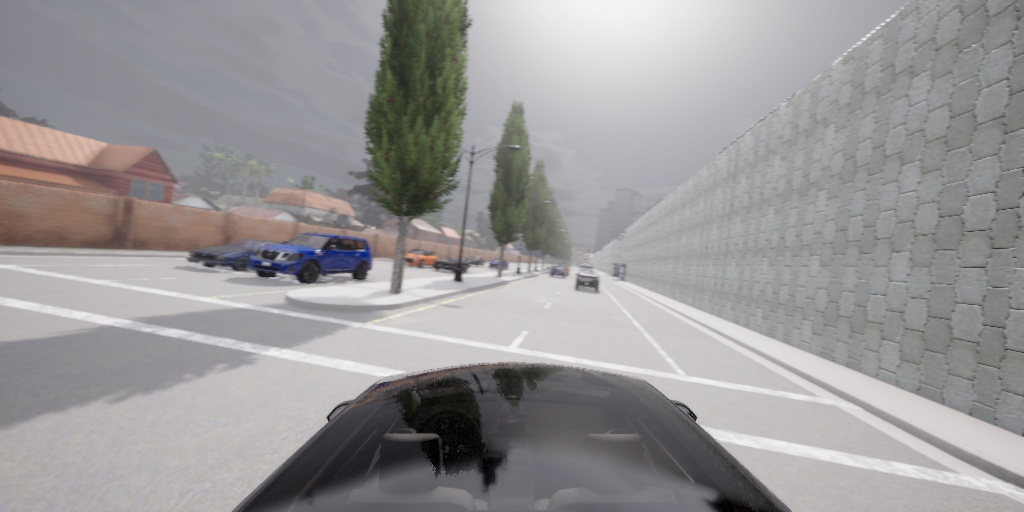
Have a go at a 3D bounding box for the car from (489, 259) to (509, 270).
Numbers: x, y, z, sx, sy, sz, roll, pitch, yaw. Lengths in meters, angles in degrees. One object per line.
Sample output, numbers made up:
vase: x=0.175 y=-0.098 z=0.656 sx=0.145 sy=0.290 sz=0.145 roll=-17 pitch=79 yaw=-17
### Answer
car: x=-1.748 y=1.108 z=48.939 sx=1.882 sy=1.535 sz=5.008 roll=7 pitch=0 yaw=11

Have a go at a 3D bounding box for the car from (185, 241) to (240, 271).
car: x=-11.691 y=-0.064 z=16.735 sx=2.033 sy=1.411 sz=5.357 roll=7 pitch=0 yaw=11

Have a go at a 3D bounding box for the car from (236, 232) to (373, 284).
car: x=-8.319 y=0.003 z=15.657 sx=2.150 sy=2.045 sz=5.566 roll=7 pitch=0 yaw=11

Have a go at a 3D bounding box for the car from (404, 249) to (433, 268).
car: x=-8.522 y=0.126 z=32.787 sx=2.097 sy=1.767 sz=4.553 roll=7 pitch=0 yaw=11

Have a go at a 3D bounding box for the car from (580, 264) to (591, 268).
car: x=11.358 y=2.350 z=55.741 sx=2.150 sy=2.045 sz=5.566 roll=7 pitch=0 yaw=11

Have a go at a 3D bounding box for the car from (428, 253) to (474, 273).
car: x=-5.248 y=0.759 z=31.572 sx=1.895 sy=1.301 sz=4.718 roll=7 pitch=0 yaw=11

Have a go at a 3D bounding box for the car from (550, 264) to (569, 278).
car: x=6.027 y=2.022 z=46.757 sx=1.812 sy=1.442 sz=4.674 roll=7 pitch=0 yaw=11

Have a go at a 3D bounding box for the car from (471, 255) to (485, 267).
car: x=-5.157 y=0.689 z=49.615 sx=2.128 sy=1.511 sz=4.902 roll=7 pitch=0 yaw=11

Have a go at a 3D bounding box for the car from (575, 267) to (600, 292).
car: x=6.294 y=2.004 z=29.994 sx=2.128 sy=1.511 sz=4.902 roll=7 pitch=0 yaw=11
